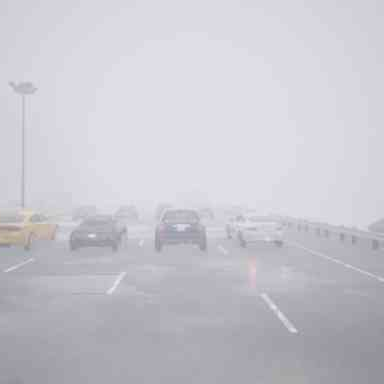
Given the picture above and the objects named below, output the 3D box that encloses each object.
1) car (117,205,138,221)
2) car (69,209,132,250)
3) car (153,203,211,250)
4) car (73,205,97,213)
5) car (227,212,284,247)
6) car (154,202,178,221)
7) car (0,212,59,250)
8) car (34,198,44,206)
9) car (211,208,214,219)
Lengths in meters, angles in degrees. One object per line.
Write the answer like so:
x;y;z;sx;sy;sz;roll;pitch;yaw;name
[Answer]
-6.009;1.856;30.718;1.994;1.385;4.181;0;0;-9;car
-4.097;1.709;15.104;1.994;1.385;4.181;0;0;-4;car
-0.591;1.494;15.166;2.097;1.767;4.553;0;-1;-4;car
-9.415;1.832;29.847;2.033;1.411;5.357;0;-1;-9;car
2.874;1.674;15.741;1.812;1.442;4.674;0;0;-5;car
-2.558;1.804;31.293;1.837;1.490;4.892;0;0;-9;car
-7.600;1.622;15.010;1.882;1.535;5.008;0;0;-4;car
-29.454;1.956;63.451;2.097;1.767;4.553;0;-1;-21;car
0.885;1.827;31.923;1.812;1.442;4.674;0;0;-9;car
